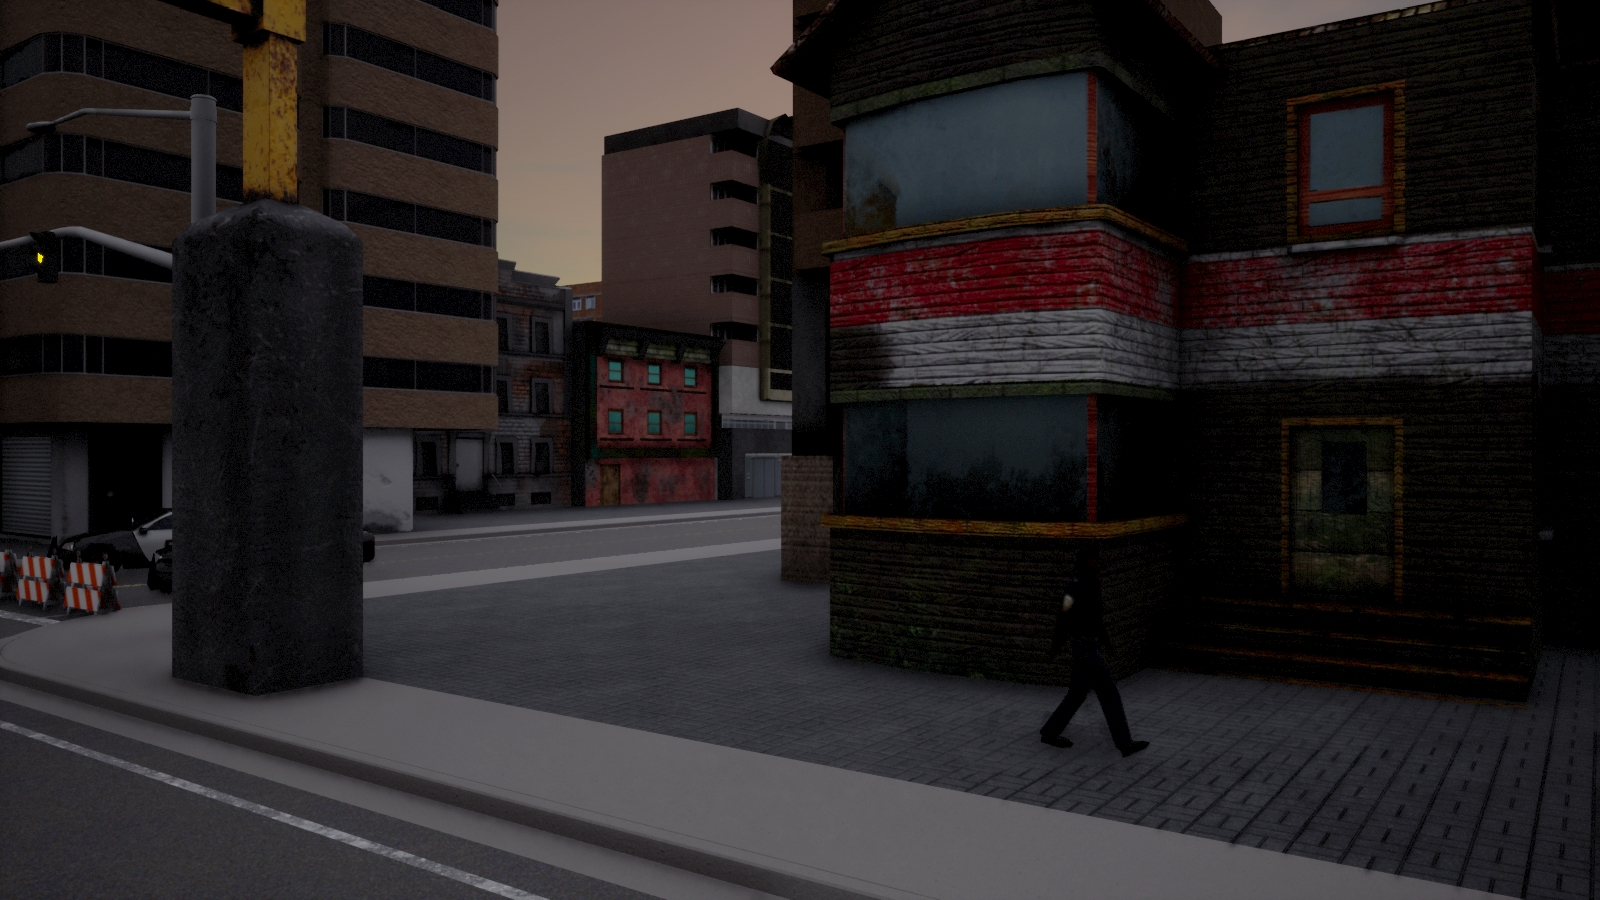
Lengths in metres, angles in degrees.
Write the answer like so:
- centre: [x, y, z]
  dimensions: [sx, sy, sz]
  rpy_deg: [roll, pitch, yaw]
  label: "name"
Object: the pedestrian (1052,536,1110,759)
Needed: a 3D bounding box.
- centre: [2.460, 1.699, 9.987]
  dimensions: [0.375, 1.860, 0.375]
  rpy_deg: [0, 0, 36]
  label: "pedestrian"
